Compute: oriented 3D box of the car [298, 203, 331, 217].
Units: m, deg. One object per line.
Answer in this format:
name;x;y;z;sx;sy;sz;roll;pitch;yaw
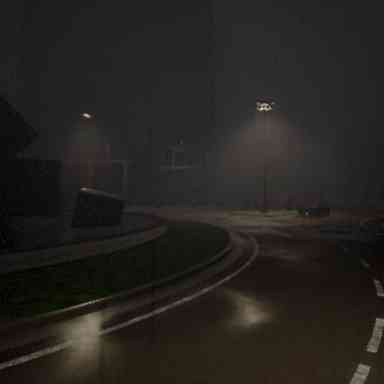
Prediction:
car;12.281;1.750;33.162;1.895;1.301;4.718;0;0;39
